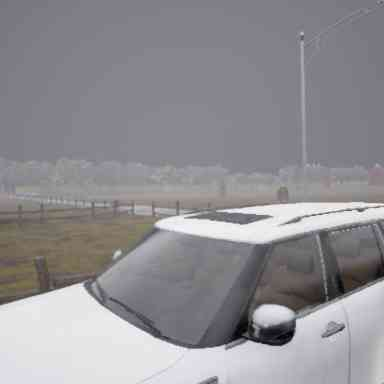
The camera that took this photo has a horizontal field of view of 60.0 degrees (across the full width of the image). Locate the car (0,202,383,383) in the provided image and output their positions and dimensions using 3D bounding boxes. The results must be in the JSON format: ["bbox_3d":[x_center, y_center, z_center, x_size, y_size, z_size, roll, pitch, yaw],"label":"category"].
[{"bbox_3d":[0.505,1.198,3.306,5.566,2.045,2.150,-2,1,-36],"label":"car"}]
